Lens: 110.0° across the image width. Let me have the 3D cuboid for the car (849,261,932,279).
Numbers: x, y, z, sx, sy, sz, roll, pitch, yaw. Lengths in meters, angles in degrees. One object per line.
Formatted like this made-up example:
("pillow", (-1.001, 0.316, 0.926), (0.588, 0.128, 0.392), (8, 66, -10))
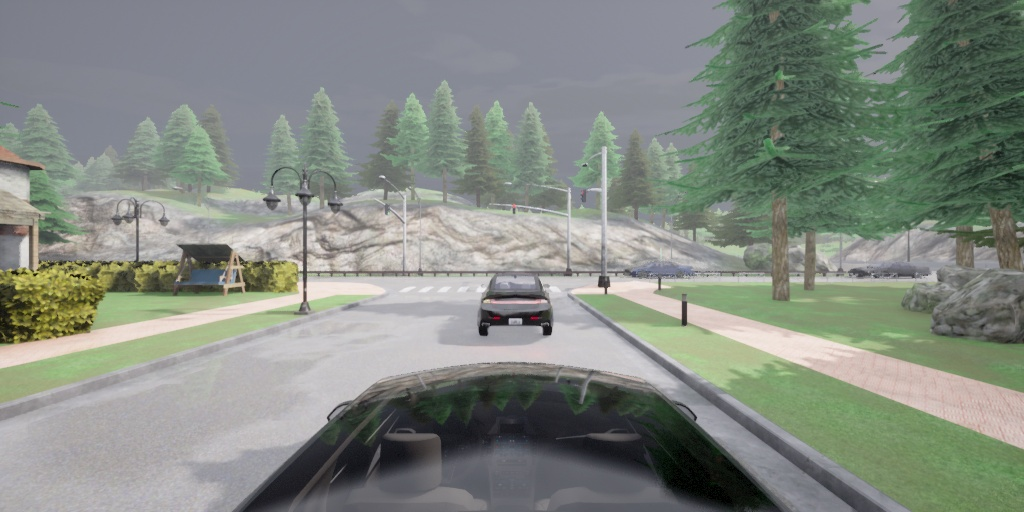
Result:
("car", (30.929, 1.146, 29.379), (5.357, 1.411, 2.033), (0, 0, 0))

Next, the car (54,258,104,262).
("car", (-30.633, 0.939, 25.922), (4.553, 1.767, 2.097), (0, 0, 0))

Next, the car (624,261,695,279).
("car", (12.061, 1.133, 29.519), (5.357, 1.411, 2.033), (0, 0, 0))

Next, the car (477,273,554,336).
("car", (0.098, 1.241, 10.383), (2.128, 1.511, 4.902), (0, 0, 1))
